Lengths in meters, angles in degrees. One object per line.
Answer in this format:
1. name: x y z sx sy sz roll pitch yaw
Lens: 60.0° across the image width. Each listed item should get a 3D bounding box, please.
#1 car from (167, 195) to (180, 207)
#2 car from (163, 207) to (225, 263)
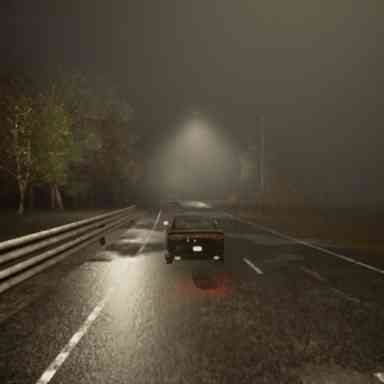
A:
1. car: -2.804 1.676 51.193 2.128 1.511 4.902 0 0 -4
2. car: -0.014 1.525 12.250 1.882 1.535 5.008 0 0 -4
